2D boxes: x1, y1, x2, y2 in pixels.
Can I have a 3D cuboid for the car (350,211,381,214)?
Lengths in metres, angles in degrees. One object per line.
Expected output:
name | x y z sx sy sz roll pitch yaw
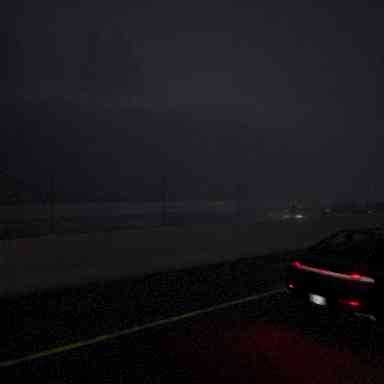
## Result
car | 15.816 1.520 28.636 5.357 1.411 2.033 0 0 -36

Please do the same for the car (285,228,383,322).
car | 3.947 1.485 6.692 4.902 1.511 2.128 0 0 -36
